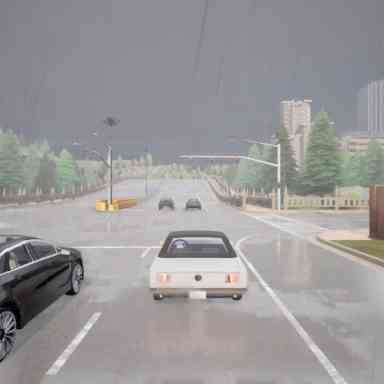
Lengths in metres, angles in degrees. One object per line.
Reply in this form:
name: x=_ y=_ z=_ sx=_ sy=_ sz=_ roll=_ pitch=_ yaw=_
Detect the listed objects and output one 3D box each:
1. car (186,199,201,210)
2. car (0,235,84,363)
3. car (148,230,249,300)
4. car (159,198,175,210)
car: x=0.198 y=1.564 z=43.918 sx=1.994 sy=1.385 sz=4.181 roll=0 pitch=0 yaw=0
car: x=-3.387 y=1.492 z=5.777 sx=2.128 sy=1.511 sz=4.902 roll=0 pitch=0 yaw=0
car: x=0.117 y=1.601 z=8.311 sx=1.895 sy=1.301 sz=4.718 roll=0 pitch=0 yaw=0
car: x=-3.304 y=1.505 z=43.739 sx=1.837 sy=1.490 sz=4.892 roll=0 pitch=0 yaw=0
